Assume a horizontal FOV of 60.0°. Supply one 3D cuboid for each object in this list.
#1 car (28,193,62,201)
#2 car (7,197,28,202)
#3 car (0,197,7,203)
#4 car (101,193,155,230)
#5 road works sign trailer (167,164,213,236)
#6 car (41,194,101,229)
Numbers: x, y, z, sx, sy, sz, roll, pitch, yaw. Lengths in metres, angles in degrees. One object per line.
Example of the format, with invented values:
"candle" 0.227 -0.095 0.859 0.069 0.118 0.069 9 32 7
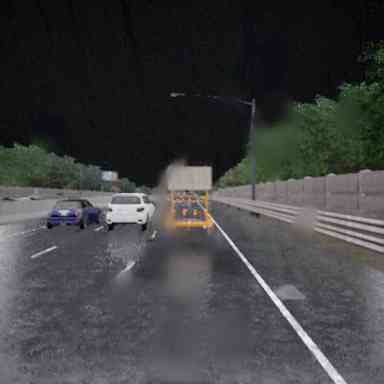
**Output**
"car" -17.886 1.090 41.904 2.150 2.045 5.566 0 0 0
"car" -21.388 1.397 42.896 1.812 1.442 4.674 0 0 0
"car" -24.886 1.377 42.984 1.837 1.490 4.892 0 0 0
"car" -3.538 1.088 19.979 2.150 2.045 5.566 0 0 0
"road works sign trailer" -0.118 0.340 17.688 2.380 3.560 2.880 0 0 0
"car" -7.041 1.218 20.367 2.097 1.767 4.553 0 0 0
